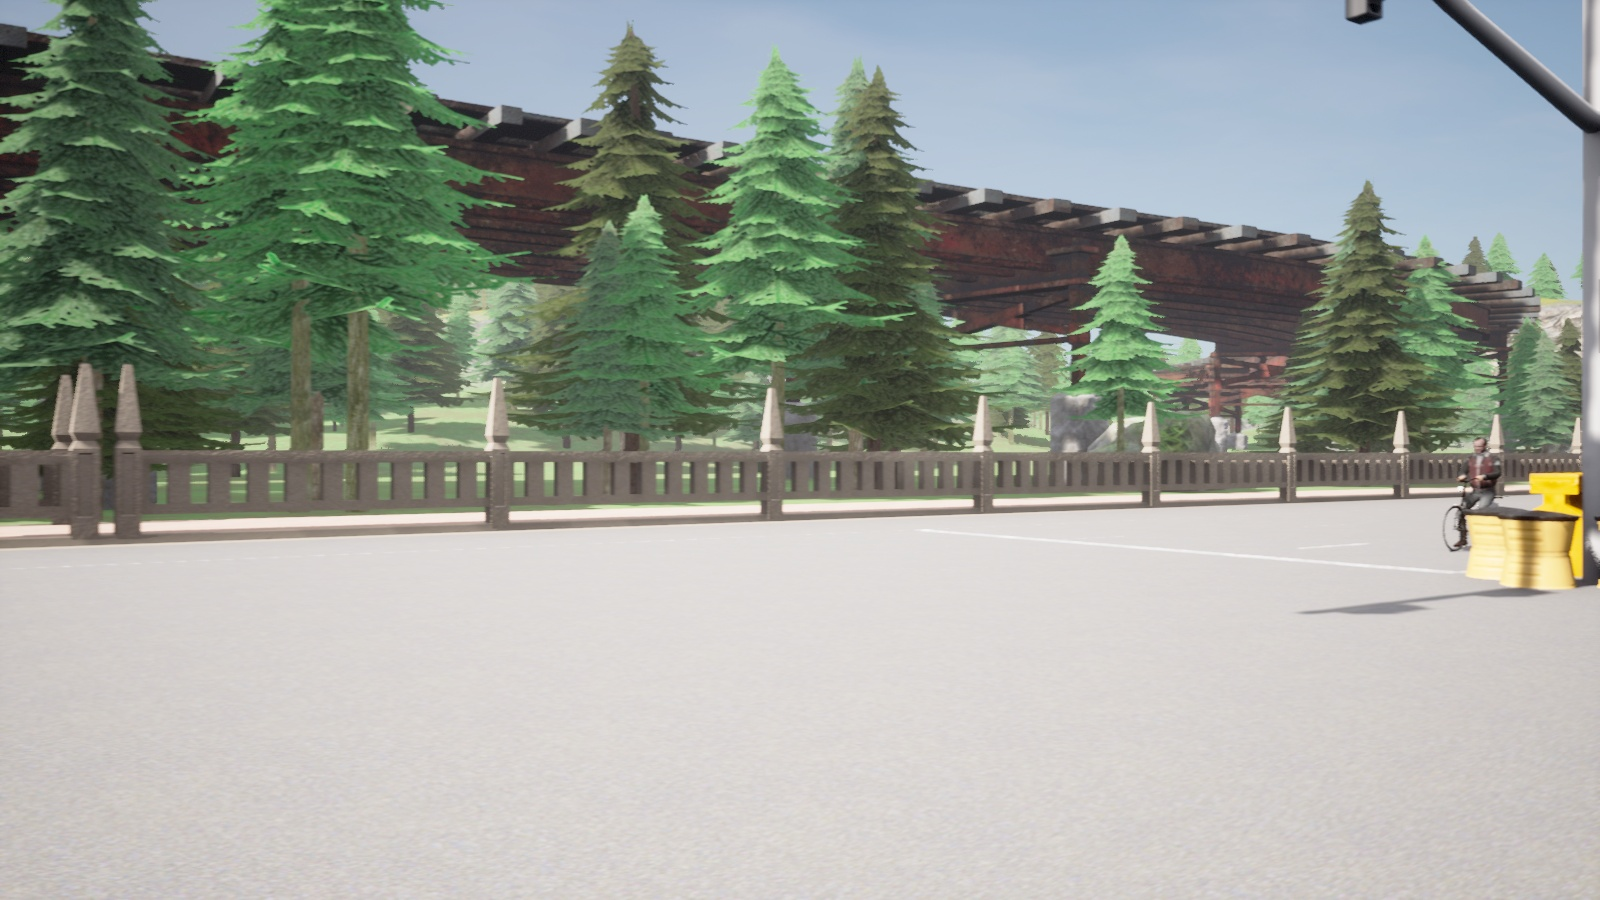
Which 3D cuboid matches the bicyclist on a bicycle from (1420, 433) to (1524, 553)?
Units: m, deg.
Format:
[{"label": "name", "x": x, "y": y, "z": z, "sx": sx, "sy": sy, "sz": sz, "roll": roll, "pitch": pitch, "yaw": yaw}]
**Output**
[{"label": "bicyclist on a bicycle", "x": 10.406, "y": 0.641, "z": 19.432, "sx": 1.843, "sy": 1.776, "sz": 0.659, "roll": 0, "pitch": 0, "yaw": -35}]
